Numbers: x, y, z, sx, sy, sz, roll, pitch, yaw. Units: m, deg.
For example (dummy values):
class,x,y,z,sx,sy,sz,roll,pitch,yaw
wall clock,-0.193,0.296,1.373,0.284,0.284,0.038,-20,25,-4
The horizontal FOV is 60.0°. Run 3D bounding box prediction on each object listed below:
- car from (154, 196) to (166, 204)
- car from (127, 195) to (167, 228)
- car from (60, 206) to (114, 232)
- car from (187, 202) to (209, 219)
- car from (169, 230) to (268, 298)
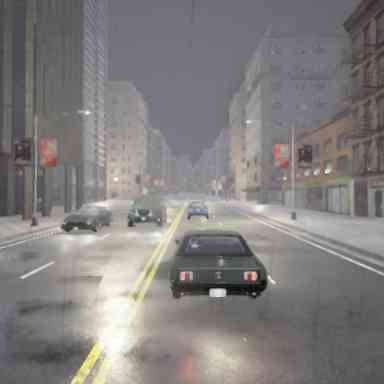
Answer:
class,x,y,z,sx,sy,sz,roll,pitch,yaw
car,-6.040,1.497,62.535,1.812,1.442,4.674,0,0,0
car,-2.934,1.254,22.871,2.150,2.045,5.566,0,0,0
car,-6.190,1.576,20.381,2.033,1.411,5.357,0,0,0
car,0.522,1.588,30.051,2.033,1.411,5.357,0,0,0
car,0.497,1.616,8.487,1.895,1.301,4.718,0,0,0
